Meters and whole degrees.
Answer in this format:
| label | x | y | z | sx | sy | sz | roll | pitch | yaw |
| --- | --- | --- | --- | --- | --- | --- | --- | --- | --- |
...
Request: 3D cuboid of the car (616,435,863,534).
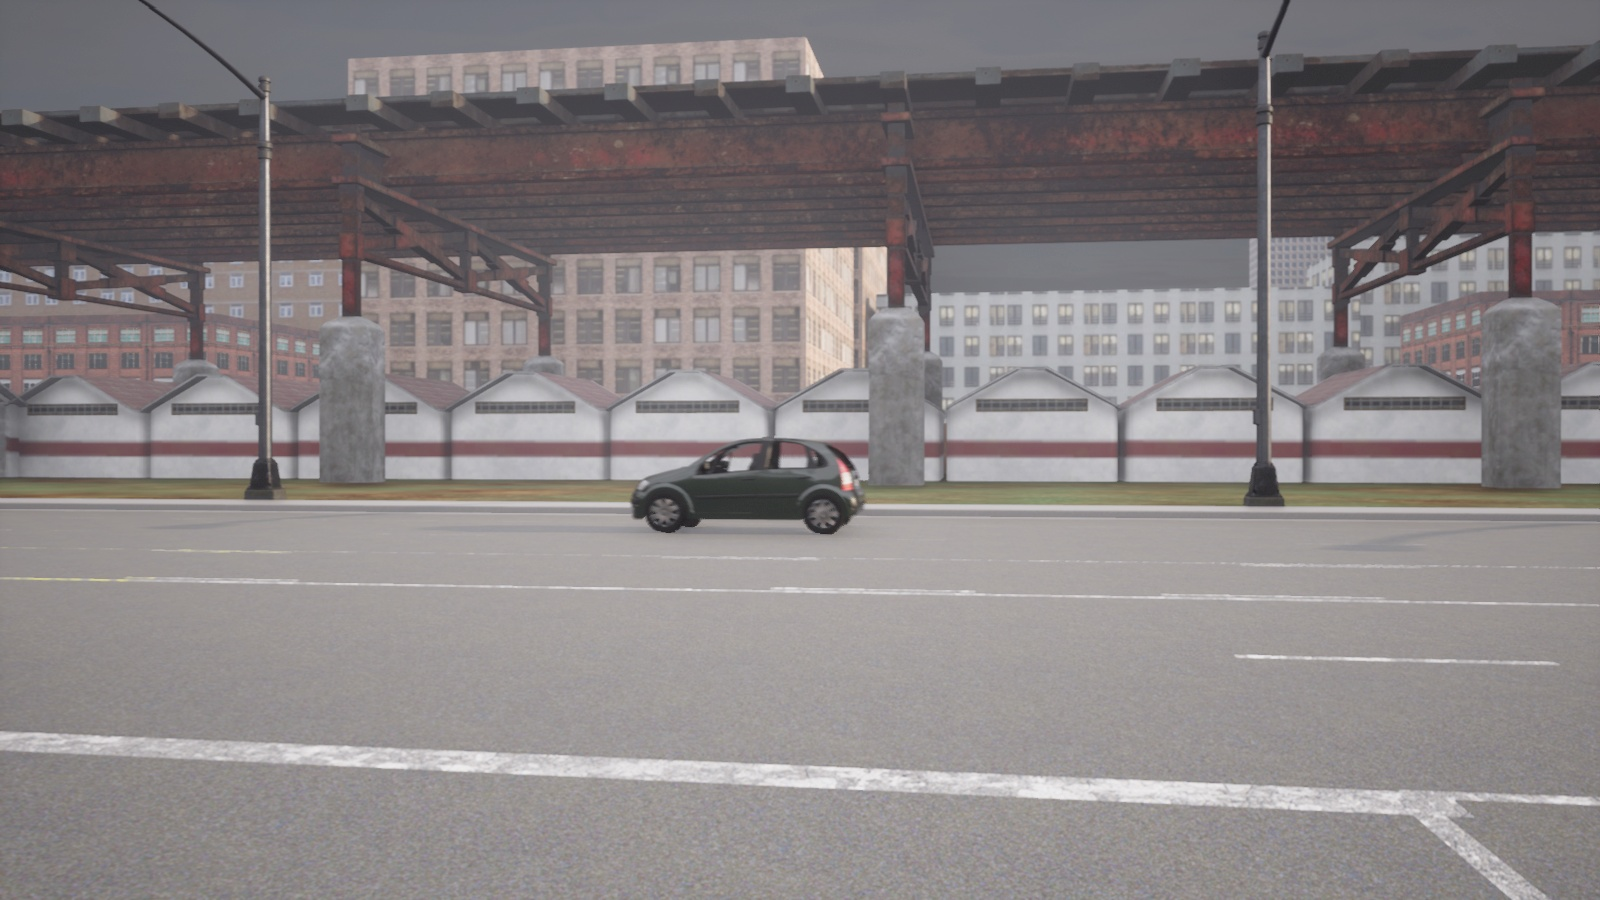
| label | x | y | z | sx | sy | sz | roll | pitch | yaw |
| --- | --- | --- | --- | --- | --- | --- | --- | --- | --- |
| car | -0.992 | 0.556 | 21.737 | 3.988 | 1.617 | 1.851 | 0 | 0 | 8 |
